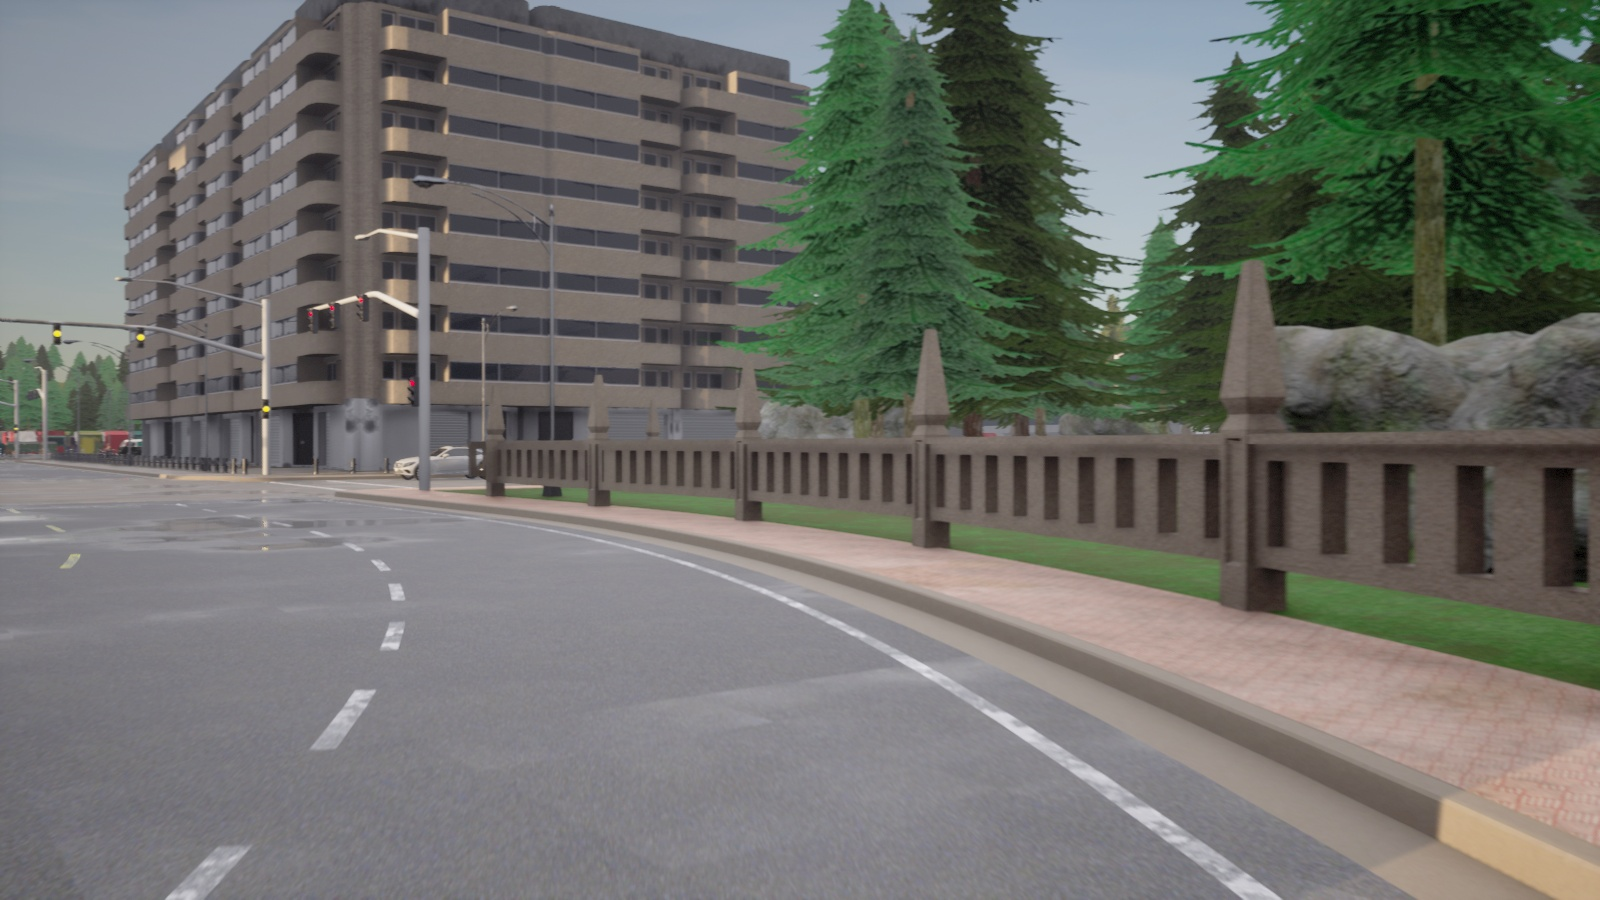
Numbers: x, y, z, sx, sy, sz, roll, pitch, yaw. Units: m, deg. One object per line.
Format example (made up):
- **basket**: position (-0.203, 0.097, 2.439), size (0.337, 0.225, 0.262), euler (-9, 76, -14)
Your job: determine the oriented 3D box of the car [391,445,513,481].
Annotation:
- **car**: position (-14.831, 0.529, 53.600), size (4.674, 1.442, 1.812), euler (0, 0, -37)
